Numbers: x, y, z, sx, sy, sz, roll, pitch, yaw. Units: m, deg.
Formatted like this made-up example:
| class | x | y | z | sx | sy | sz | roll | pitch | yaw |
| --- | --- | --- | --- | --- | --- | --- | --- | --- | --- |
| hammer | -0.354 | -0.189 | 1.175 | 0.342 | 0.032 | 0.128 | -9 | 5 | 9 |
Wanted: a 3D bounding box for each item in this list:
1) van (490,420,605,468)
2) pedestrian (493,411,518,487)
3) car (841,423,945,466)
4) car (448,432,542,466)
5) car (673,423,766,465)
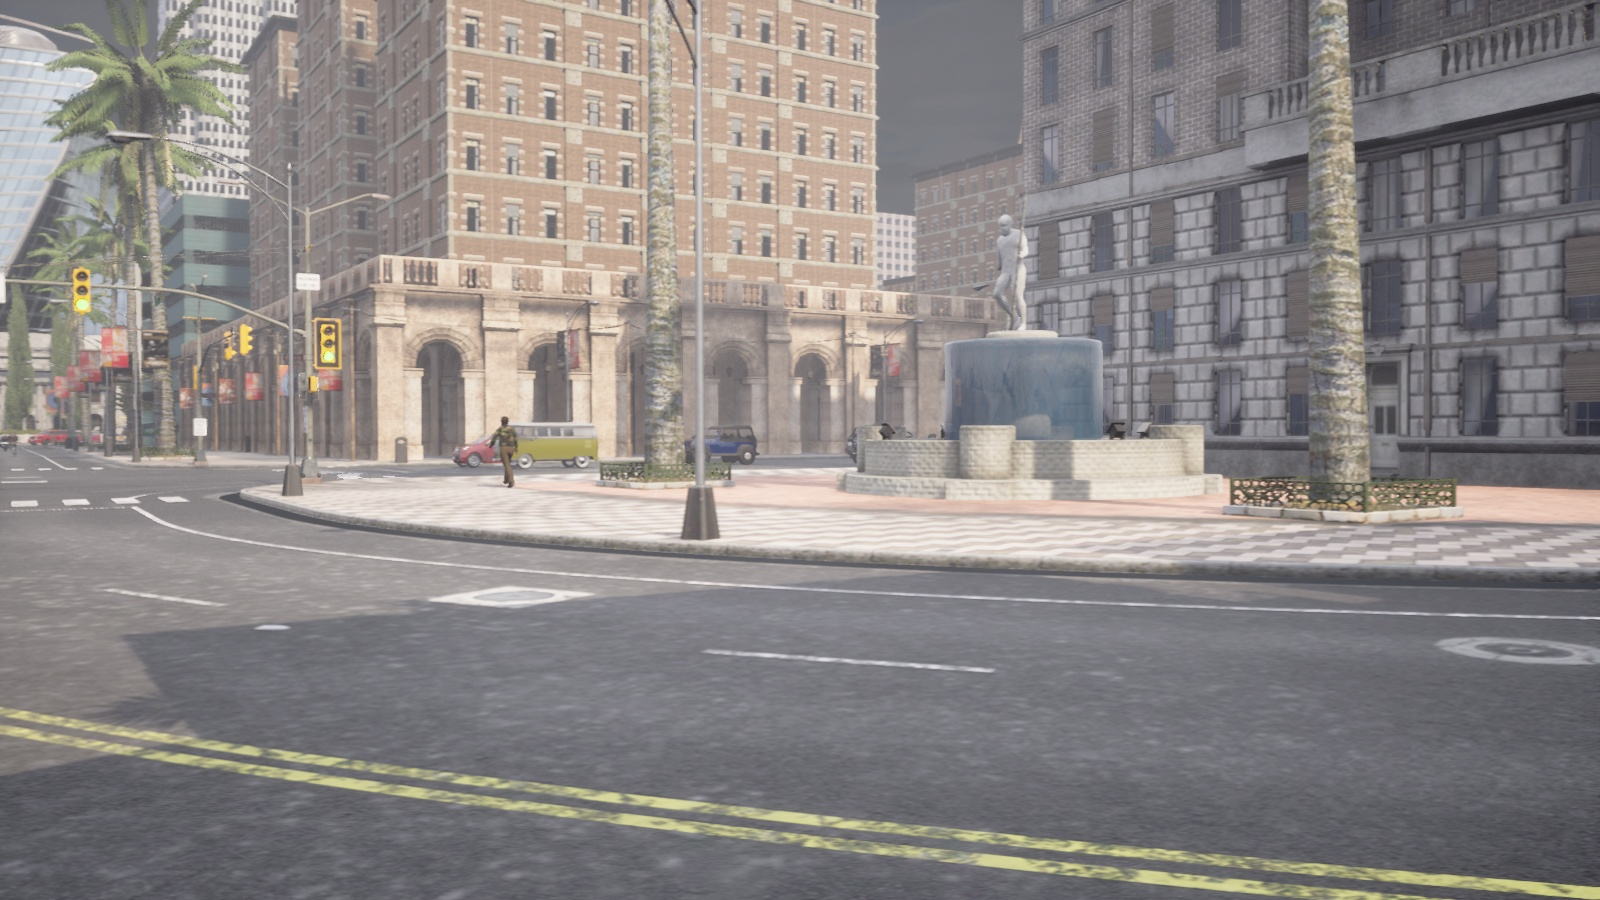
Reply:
| class | x | y | z | sx | sy | sz | roll | pitch | yaw |
| --- | --- | --- | --- | --- | --- | --- | --- | --- | --- |
| van | -10.771 | -0.278 | 53.633 | 4.442 | 1.987 | 1.775 | 0 | 1 | -32 |
| pedestrian | -7.524 | -0.033 | 32.084 | 0.395 | 1.930 | 0.692 | 0 | 1 | -33 |
| car | 4.415 | -0.242 | 59.170 | 4.605 | 1.855 | 1.932 | 1 | 0 | -33 |
| car | -13.598 | -0.064 | 56.011 | 3.633 | 1.501 | 1.845 | 0 | 1 | -32 |
| car | -3.713 | -0.274 | 58.133 | 3.866 | 1.878 | 1.905 | 0 | 1 | -32 |
